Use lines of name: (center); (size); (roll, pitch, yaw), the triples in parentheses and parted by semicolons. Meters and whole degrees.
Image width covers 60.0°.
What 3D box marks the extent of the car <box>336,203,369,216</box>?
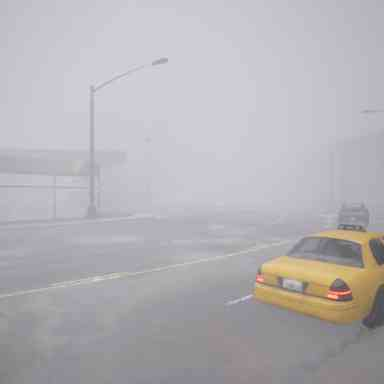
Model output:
car: (11.265, 1.492, 23.330); (2.128, 1.511, 4.902); (0, 0, 25)

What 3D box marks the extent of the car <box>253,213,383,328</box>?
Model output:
car: (3.465, 1.455, 7.013); (5.366, 1.575, 1.801); (0, 0, -43)
